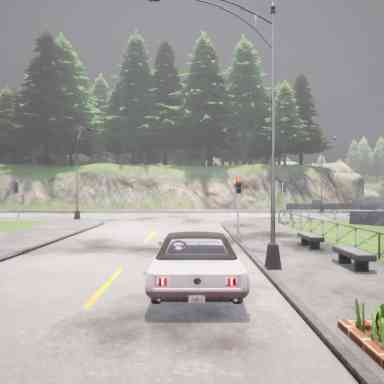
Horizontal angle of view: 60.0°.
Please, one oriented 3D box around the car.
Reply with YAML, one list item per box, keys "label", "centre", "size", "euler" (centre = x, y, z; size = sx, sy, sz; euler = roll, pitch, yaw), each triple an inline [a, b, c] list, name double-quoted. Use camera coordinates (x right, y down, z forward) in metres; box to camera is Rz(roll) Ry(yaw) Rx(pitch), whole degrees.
- label: "car"
  centre: [0.095, 1.601, 8.086]
  size: [1.895, 1.301, 4.718]
  euler: [0, 0, 0]
